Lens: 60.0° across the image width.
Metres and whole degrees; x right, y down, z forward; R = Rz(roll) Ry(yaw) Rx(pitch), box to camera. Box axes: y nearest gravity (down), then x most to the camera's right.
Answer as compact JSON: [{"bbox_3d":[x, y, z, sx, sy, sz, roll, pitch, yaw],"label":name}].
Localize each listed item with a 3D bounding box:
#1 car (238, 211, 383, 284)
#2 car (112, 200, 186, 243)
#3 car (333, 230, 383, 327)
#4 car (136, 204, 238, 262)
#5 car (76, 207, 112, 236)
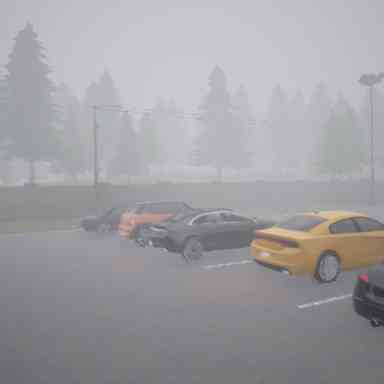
[{"bbox_3d":[3.923,1.241,8.840,5.008,1.535,1.882,-2,1,-26],"label":"car"},{"bbox_3d":[-0.810,1.133,14.330,4.553,1.767,2.097,-2,1,-26],"label":"car"},{"bbox_3d":[4.608,1.371,5.285,4.181,1.385,1.994,-2,1,-26],"label":"car"},{"bbox_3d":[0.896,1.285,11.267,4.902,1.511,2.128,-2,1,-26],"label":"car"},{"bbox_3d":[-3.330,1.396,17.002,4.718,1.301,1.895,-2,1,-26],"label":"car"}]
